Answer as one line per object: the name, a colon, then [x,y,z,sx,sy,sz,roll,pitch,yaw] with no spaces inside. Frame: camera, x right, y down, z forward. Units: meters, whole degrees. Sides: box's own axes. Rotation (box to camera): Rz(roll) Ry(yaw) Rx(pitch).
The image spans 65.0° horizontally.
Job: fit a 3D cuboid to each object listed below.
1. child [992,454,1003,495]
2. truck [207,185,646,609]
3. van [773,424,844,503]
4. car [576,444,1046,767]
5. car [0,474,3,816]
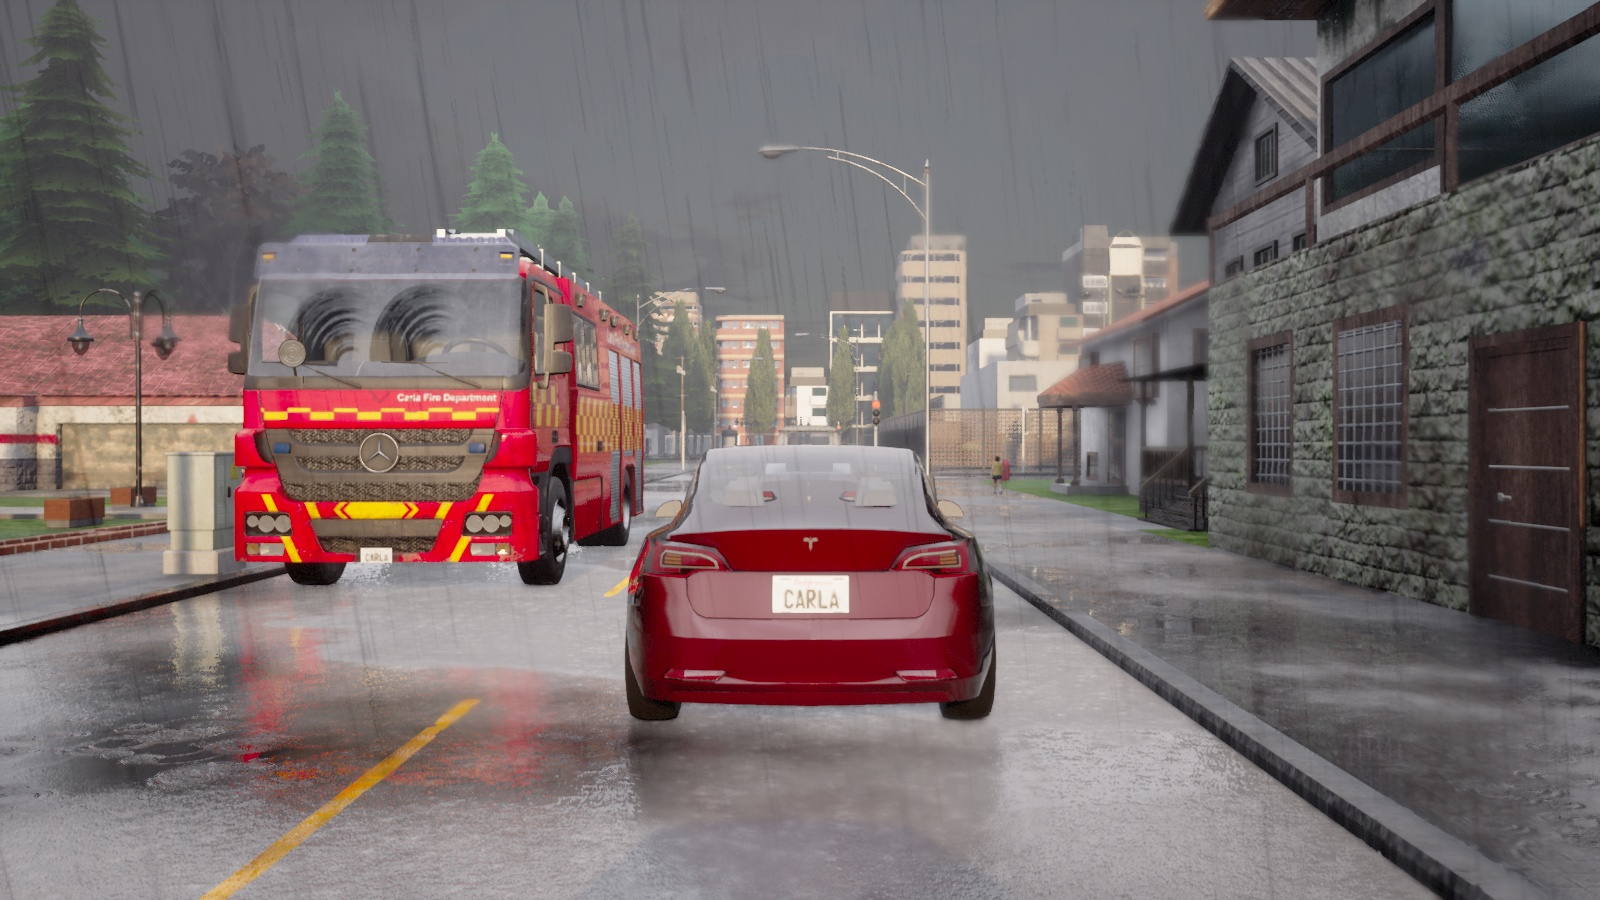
child: [5.424,0.663,34.465,0.255,1.110,0.394,0,0,0]
truck: [-3.896,-0.501,15.592,2.891,3.827,8.468,0,0,0]
van: [0.215,0.325,33.959,1.775,1.987,4.442,0,0,0]
car: [0.061,0.704,8.186,2.163,1.488,4.792,0,0,0]
car: [-3.962,0.777,3.961,1.481,1.376,2.207,0,0,0]
